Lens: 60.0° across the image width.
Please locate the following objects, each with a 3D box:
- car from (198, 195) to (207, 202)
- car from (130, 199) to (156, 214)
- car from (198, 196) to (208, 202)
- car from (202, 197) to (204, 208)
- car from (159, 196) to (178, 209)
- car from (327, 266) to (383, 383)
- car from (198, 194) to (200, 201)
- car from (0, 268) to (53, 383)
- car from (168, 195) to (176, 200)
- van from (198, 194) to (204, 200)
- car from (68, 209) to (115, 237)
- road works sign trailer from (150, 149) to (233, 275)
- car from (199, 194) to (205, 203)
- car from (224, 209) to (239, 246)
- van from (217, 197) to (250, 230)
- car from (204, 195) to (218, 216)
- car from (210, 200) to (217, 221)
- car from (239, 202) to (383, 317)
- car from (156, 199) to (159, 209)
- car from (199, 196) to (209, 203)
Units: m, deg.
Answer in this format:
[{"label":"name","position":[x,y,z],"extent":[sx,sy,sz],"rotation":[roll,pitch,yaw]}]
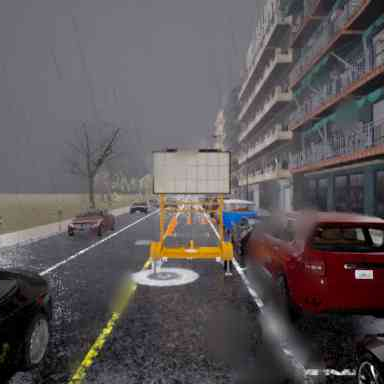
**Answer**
[{"label":"car","position":[2.488,1.463,80.954],"extent":[1.967,1.590,4.097],"rotation":[1,0,0]},{"label":"car","position":[-5.343,1.573,35.125],"extent":[1.947,1.339,4.313],"rotation":[1,0,0]},{"label":"car","position":[2.493,1.571,75.293],"extent":[2.008,1.369,4.403],"rotation":[1,0,0]},{"label":"car","position":[2.530,1.591,41.327],"extent":[1.802,1.307,4.206],"rotation":[1,0,0]},{"label":"car","position":[-2.896,1.610,44.690],"extent":[1.895,1.301,4.718],"rotation":[0,0,0]},{"label":"car","position":[2.573,1.566,1.699],"extent":[1.947,1.339,4.313],"rotation":[1,0,0]},{"label":"car","position":[2.506,1.542,64.141],"extent":[1.752,1.417,4.829],"rotation":[1,0,0]},{"label":"car","position":[-2.852,1.526,2.977],"extent":[1.812,1.442,4.674],"rotation":[0,0,0]},{"label":"car","position":[-5.405,1.579,91.665],"extent":[2.008,1.369,4.403],"rotation":[1,0,0]},{"label":"van","position":[2.477,1.369,92.276],"extent":[1.690,1.788,3.998],"rotation":[1,0,0]},{"label":"car","position":[-5.325,1.586,18.163],"extent":[1.802,1.307,4.206],"rotation":[1,0,0]},{"label":"road works sign trailer","position":[-0.010,0.466,10.405],"extent":[2.380,3.560,2.880],"rotation":[0,0,0]},{"label":"car","position":[2.527,1.325,46.988],"extent":[2.192,1.841,5.009],"rotation":[1,0,0]},{"label":"car","position":[2.561,1.569,13.021],"extent":[1.947,1.339,4.313],"rotation":[1,0,0]},{"label":"van","position":[2.557,1.345,18.683],"extent":[1.690,1.788,3.998],"rotation":[1,0,0]},{"label":"car","position":[2.545,1.321,30.005],"extent":[2.192,1.841,5.009],"rotation":[1,0,0]},{"label":"car","position":[2.549,1.530,24.514],"extent":[1.752,1.417,4.829],"rotation":[1,0,0]},{"label":"car","position":[2.570,1.317,7.361],"extent":[2.192,1.841,5.009],"rotation":[1,0,0]},{"label":"car","position":[-5.356,1.592,46.433],"extent":[1.802,1.307,4.206],"rotation":[1,0,0]},{"label":"car","position":[2.500,1.544,69.802],"extent":[1.752,1.417,4.829],"rotation":[1,0,0]}]
